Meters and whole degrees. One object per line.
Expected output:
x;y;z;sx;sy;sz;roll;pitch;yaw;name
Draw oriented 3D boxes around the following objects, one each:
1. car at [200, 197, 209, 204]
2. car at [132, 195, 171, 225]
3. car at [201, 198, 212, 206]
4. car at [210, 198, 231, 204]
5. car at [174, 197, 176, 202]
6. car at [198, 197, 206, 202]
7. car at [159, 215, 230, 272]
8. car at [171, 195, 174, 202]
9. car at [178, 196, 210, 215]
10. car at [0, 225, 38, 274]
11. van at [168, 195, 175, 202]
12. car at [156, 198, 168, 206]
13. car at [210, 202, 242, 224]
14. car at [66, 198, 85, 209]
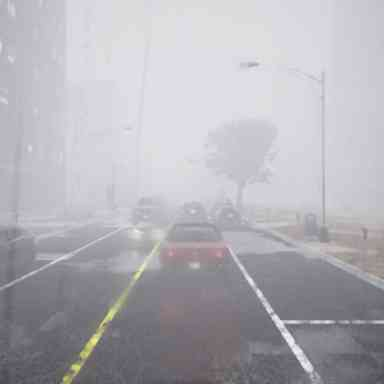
2.707;1.894;74.527;1.752;1.417;4.829;0;0;0;car
-3.082;1.334;25.160;2.150;2.045;5.566;0;0;0;car
2.705;1.850;63.292;1.887;1.381;4.507;0;0;0;car
2.700;1.456;30.905;2.192;1.841;5.009;0;0;0;car
-5.670;1.873;85.425;1.967;1.590;4.097;0;0;0;car
2.711;2.049;90.954;1.802;1.307;4.206;0;0;0;car
0.084;1.648;10.916;1.895;1.301;4.718;0;0;0;car
-5.673;1.918;74.359;2.008;1.369;4.403;0;0;0;car
0.086;1.471;26.075;2.097;1.767;4.553;0;0;0;car
-5.686;1.604;8.815;1.947;1.339;4.313;0;0;0;car
-5.669;1.807;90.958;1.690;1.788;3.998;0;0;0;van
-5.675;1.856;63.293;2.008;1.369;4.403;0;0;0;car
2.698;1.681;25.381;1.947;1.339;4.313;0;0;0;car
-16.416;1.543;43.891;4.403;1.369;2.008;1;-1;-1;car
